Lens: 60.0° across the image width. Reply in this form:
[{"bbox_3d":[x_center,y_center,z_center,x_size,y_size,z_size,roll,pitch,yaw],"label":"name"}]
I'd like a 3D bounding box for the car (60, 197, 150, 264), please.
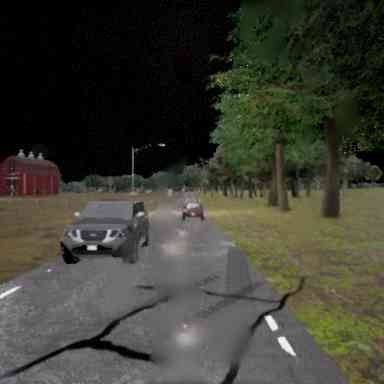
[{"bbox_3d":[-2.854,1.243,12.263,2.150,2.045,5.566,0,0,0],"label":"car"}]

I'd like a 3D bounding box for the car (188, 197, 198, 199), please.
[{"bbox_3d":[0.089,1.435,44.773,2.097,1.767,4.553,0,0,0],"label":"car"}]

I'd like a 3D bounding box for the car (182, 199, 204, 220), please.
[{"bbox_3d":[0.093,1.578,28.671,1.812,1.442,4.674,0,0,0],"label":"car"}]
